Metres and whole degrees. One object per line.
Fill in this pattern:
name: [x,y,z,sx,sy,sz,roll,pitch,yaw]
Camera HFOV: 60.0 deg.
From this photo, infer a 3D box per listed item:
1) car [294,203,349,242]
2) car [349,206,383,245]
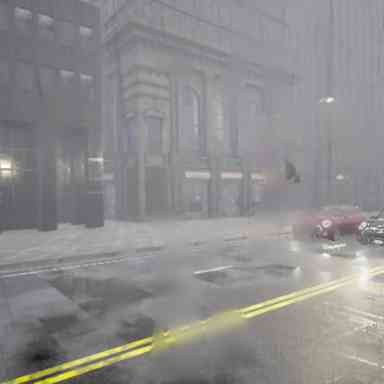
car: [7.427,1.521,17.631,4.553,1.767,2.097,0,-1,-38]
car: [9.426,1.465,15.069,4.553,1.767,2.097,0,-1,-38]
